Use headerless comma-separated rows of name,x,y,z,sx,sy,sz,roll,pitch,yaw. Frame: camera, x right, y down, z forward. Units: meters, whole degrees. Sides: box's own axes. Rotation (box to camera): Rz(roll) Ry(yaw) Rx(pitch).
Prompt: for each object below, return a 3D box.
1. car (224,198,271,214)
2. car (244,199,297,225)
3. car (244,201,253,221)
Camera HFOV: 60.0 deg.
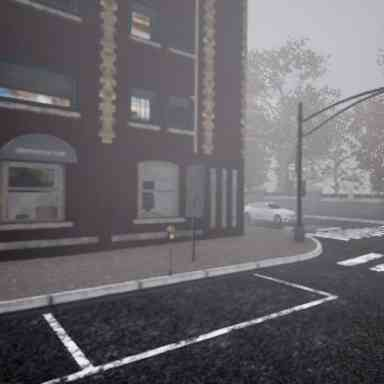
car,5.528,1.398,33.904,1.752,1.417,4.829,2,0,-36
car,5.539,1.456,24.015,1.812,1.442,4.674,1,0,-36
car,2.110,1.433,24.362,1.802,1.307,4.206,2,0,-36
